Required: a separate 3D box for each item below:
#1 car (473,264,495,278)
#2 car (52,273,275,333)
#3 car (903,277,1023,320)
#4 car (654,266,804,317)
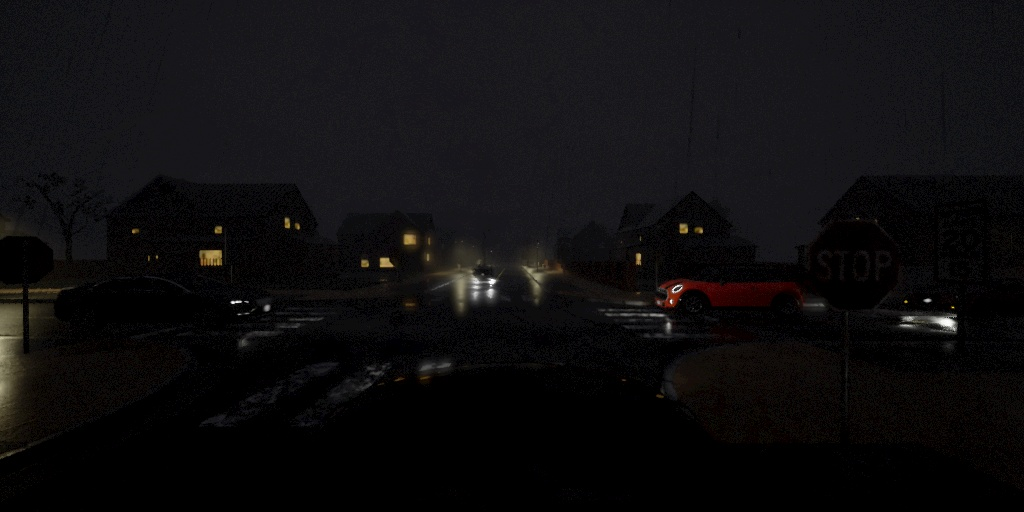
[{"bbox_3d":[-2.698,1.422,35.289,1.895,1.301,4.718,0,0,0],"label":"car"},{"bbox_3d":[-9.451,1.211,10.036,4.902,1.511,2.128,0,0,-5],"label":"car"},{"bbox_3d":[16.773,1.417,12.754,4.181,1.385,1.994,0,0,0],"label":"car"},{"bbox_3d":[7.673,1.151,13.075,4.553,1.767,2.097,0,0,5],"label":"car"}]
